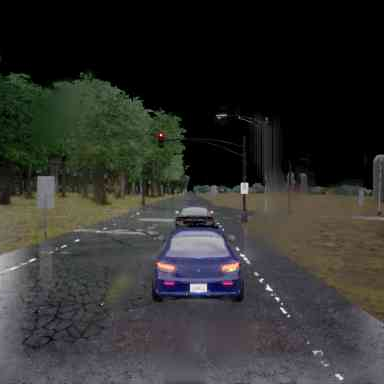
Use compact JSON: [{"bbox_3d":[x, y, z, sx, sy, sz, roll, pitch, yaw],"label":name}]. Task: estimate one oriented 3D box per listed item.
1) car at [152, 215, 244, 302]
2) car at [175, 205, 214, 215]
[{"bbox_3d":[0.120,1.516,8.132,1.812,1.442,4.674,0,0,0],"label":"car"},{"bbox_3d":[0.134,1.432,17.411,1.882,1.535,5.008,0,0,0],"label":"car"}]
